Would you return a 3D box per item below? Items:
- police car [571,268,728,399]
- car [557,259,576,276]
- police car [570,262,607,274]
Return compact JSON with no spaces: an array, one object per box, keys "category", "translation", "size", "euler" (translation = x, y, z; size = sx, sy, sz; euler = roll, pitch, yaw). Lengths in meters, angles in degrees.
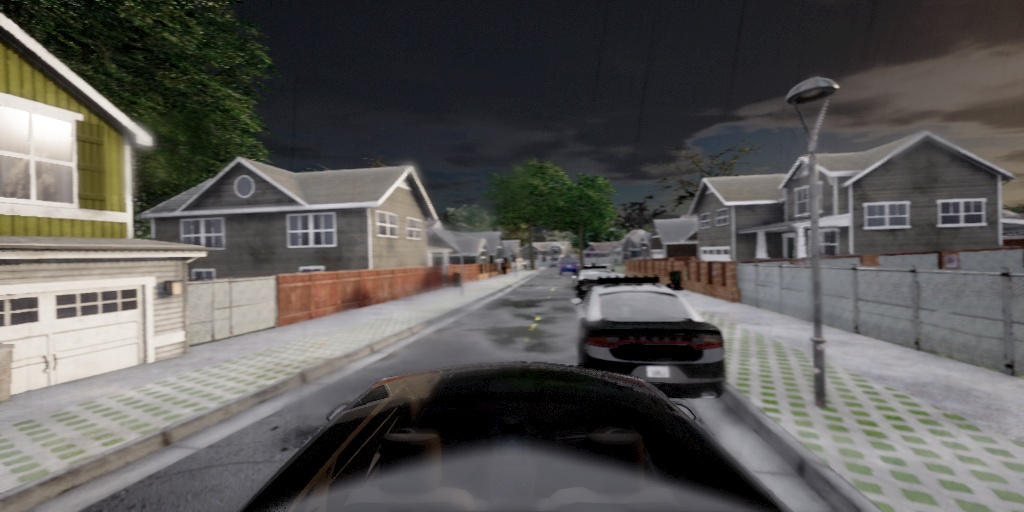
[{"category":"police car","translation":[2.178,1.182,6.779],"size":[1.930,1.638,5.238],"euler":[-1,-1,10]},{"category":"car","translation":[7.158,1.364,45.166],"size":[2.150,2.045,5.566],"euler":[-1,-1,8]},{"category":"police car","translation":[3.858,1.262,16.686],"size":[1.930,1.638,5.238],"euler":[-1,-1,9]}]
